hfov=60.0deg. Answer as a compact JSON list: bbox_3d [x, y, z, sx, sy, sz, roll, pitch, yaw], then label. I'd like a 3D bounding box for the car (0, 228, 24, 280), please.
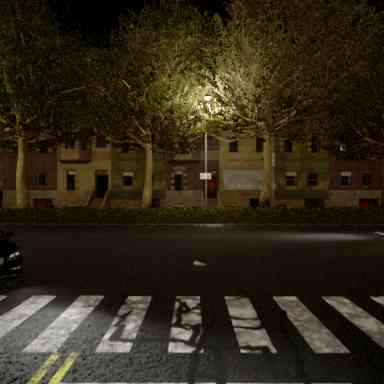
[{"bbox_3d":[-6.210,1.502,9.165,2.128,1.511,4.902,1,0,-44],"label":"car"}]
